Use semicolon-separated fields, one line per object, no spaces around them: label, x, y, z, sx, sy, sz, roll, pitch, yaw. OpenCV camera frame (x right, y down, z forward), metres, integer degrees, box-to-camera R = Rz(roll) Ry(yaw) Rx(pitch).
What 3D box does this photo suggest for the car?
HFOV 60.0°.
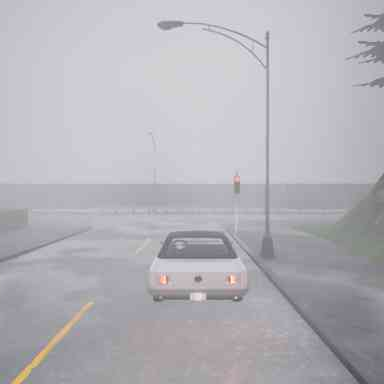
car;0.116;1.601;8.226;1.895;1.301;4.718;0;0;0
